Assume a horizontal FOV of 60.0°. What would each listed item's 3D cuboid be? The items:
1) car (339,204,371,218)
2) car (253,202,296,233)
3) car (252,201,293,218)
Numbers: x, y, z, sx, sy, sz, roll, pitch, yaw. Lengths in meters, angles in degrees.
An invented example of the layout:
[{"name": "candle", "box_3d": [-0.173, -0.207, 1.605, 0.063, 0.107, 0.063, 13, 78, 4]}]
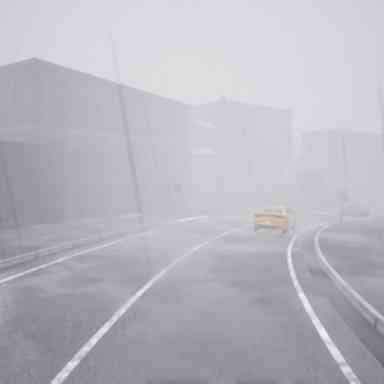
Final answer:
[{"name": "car", "box_3d": [18.008, 2.084, 36.697, 4.181, 1.385, 1.994, 2, 2, -40]}, {"name": "car", "box_3d": [5.208, 1.558, 20.540, 1.882, 1.535, 5.008, 2, 0, 25]}, {"name": "car", "box_3d": [7.736, 1.632, 31.505, 1.895, 1.301, 4.718, 4, 2, 39]}]
